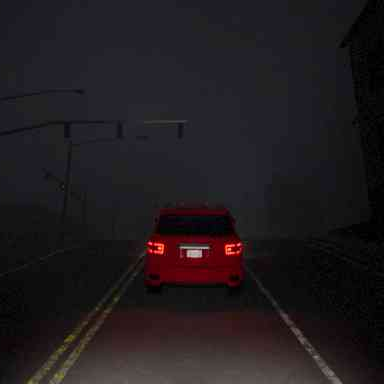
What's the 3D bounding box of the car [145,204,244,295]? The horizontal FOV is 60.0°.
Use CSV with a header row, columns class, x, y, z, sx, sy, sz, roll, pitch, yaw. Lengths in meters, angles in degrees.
class,x,y,z,sx,sy,sz,roll,pitch,yaw
car,0.079,1.347,9.242,2.150,2.045,5.566,1,-1,1
